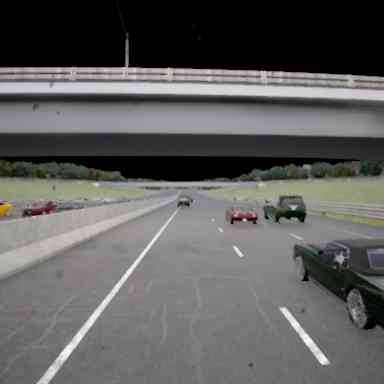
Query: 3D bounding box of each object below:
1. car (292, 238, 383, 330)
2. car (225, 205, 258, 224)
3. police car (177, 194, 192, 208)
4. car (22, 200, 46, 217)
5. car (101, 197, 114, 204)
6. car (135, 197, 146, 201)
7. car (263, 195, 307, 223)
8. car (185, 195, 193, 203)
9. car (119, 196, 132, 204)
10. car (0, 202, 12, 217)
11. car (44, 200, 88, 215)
[{"bbox_3d":[3.596,1.594,6.817,1.895,1.301,4.718,0,0,0],"label":"car"},{"bbox_3d":[3.543,1.616,24.632,1.895,1.301,4.718,0,0,0],"label":"car"},{"bbox_3d":[-1.315,1.604,52.611,1.930,1.638,5.238,0,0,-1],"label":"police car"},{"bbox_3d":[-14.190,1.530,31.501,1.882,1.535,5.008,0,0,0],"label":"car"},{"bbox_3d":[-17.995,1.807,71.326,1.812,1.442,4.674,0,0,-1],"label":"car"},{"bbox_3d":[-10.996,1.834,71.430,1.994,1.385,4.181,0,0,-1],"label":"car"},{"bbox_3d":[7.038,1.240,25.718,2.150,2.045,5.566,0,0,0],"label":"car"},{"bbox_3d":[-0.716,1.789,85.728,2.097,1.767,4.553,0,0,-1],"label":"car"},{"bbox_3d":[-14.514,1.675,72.664,2.097,1.767,4.553,0,0,-1],"label":"car"},{"bbox_3d":[-17.675,1.517,28.917,1.882,1.535,5.008,0,0,0],"label":"car"},{"bbox_3d":[-10.679,1.587,29.313,2.033,1.411,5.357,0,0,0],"label":"car"}]
